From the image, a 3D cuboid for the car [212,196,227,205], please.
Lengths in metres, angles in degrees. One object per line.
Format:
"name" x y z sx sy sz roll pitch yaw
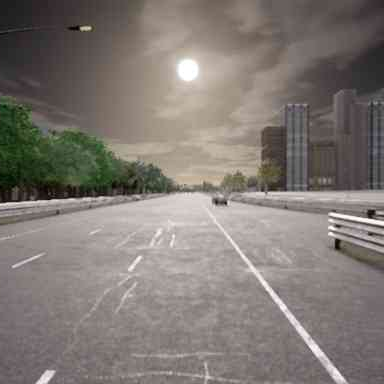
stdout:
"car" 4.484 1.346 55.240 2.163 1.488 4.792 0 0 -5
